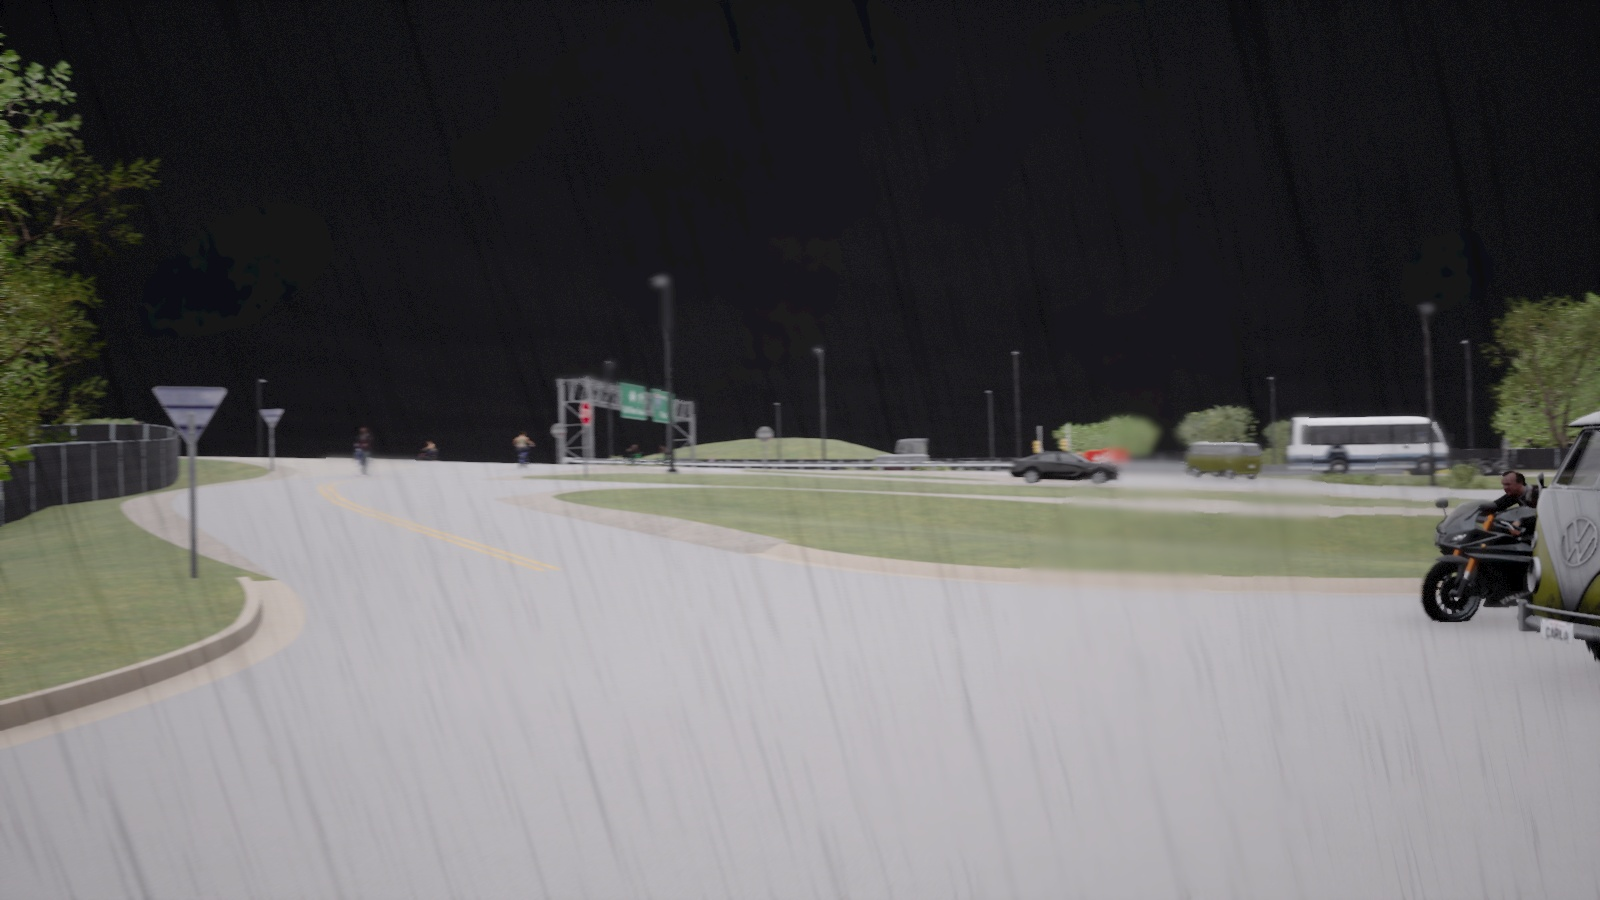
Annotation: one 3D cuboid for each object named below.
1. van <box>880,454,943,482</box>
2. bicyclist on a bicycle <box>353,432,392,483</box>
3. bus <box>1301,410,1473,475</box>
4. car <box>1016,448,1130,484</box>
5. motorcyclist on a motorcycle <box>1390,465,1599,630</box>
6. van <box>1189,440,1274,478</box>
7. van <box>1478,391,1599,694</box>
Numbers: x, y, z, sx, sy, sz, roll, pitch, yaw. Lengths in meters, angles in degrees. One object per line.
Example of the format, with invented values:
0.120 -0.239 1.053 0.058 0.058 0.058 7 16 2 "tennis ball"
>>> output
8.273 1.332 93.090 4.442 1.987 1.775 -1 -2 14 "van"
-15.217 0.266 44.719 0.659 1.776 1.843 -2 0 1 "bicyclist on a bicycle"
41.149 -0.457 88.469 10.273 4.253 3.944 -1 -2 14 "bus"
12.555 0.753 57.642 5.008 1.535 1.882 1 -1 15 "car"
7.192 0.937 12.548 2.191 1.530 0.866 -1 -1 -7 "motorcyclist on a motorcycle"
23.269 0.459 67.900 1.775 1.987 4.442 -2 1 -23 "van"
7.425 0.590 8.816 4.442 1.987 1.775 -1 0 -6 "van"
